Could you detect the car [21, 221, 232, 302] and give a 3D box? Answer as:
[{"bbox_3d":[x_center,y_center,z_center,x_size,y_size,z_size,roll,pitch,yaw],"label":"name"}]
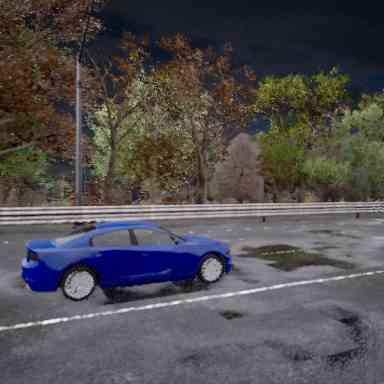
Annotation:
[{"bbox_3d":[-1.372,1.458,8.165,5.008,1.535,1.882,0,0,-25],"label":"car"}]
